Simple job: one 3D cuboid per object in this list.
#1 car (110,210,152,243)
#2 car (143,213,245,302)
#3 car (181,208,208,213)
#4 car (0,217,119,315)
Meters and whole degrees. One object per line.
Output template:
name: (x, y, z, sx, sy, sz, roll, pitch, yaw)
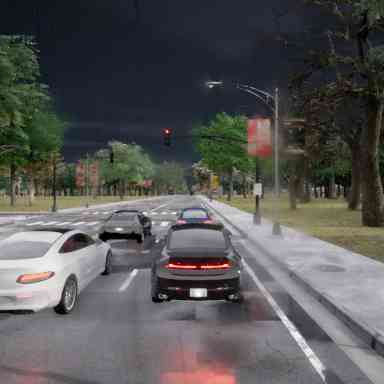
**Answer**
car: (-3.118, 1.566, 16.209, 1.994, 1.385, 4.181, 0, 0, 0)
car: (0.117, 1.505, 8.212, 1.837, 1.490, 4.892, 0, 0, 0)
car: (0.134, 1.528, 17.283, 1.812, 1.442, 4.674, 0, 0, 0)
car: (-3.136, 1.526, 7.450, 1.812, 1.442, 4.674, 0, 0, 0)
